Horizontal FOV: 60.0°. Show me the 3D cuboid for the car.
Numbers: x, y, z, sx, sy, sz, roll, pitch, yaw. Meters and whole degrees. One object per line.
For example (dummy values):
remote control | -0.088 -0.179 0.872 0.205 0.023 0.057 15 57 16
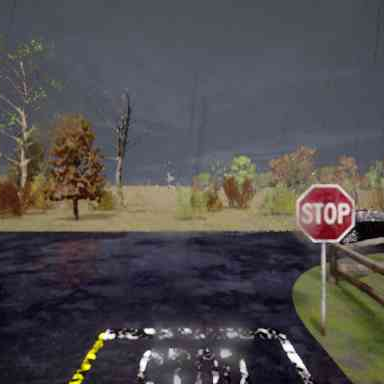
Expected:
car | 6.977 1.435 13.655 4.902 1.511 2.128 0 -1 -18
